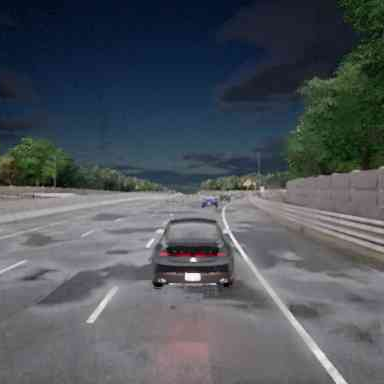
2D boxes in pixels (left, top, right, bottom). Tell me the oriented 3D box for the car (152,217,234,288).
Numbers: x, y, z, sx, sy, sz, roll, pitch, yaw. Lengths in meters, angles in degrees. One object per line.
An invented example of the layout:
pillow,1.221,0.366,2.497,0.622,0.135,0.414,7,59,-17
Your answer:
car,0.041,1.449,9.089,1.837,1.490,4.892,0,0,1

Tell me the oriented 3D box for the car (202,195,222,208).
car,2.229,1.120,39.920,1.812,1.442,4.674,0,0,7

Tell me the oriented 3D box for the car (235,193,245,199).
car,12.206,1.001,84.281,2.033,1.411,5.357,0,0,19

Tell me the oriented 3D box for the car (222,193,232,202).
car,6.500,1.033,63.366,1.837,1.490,4.892,1,0,13
